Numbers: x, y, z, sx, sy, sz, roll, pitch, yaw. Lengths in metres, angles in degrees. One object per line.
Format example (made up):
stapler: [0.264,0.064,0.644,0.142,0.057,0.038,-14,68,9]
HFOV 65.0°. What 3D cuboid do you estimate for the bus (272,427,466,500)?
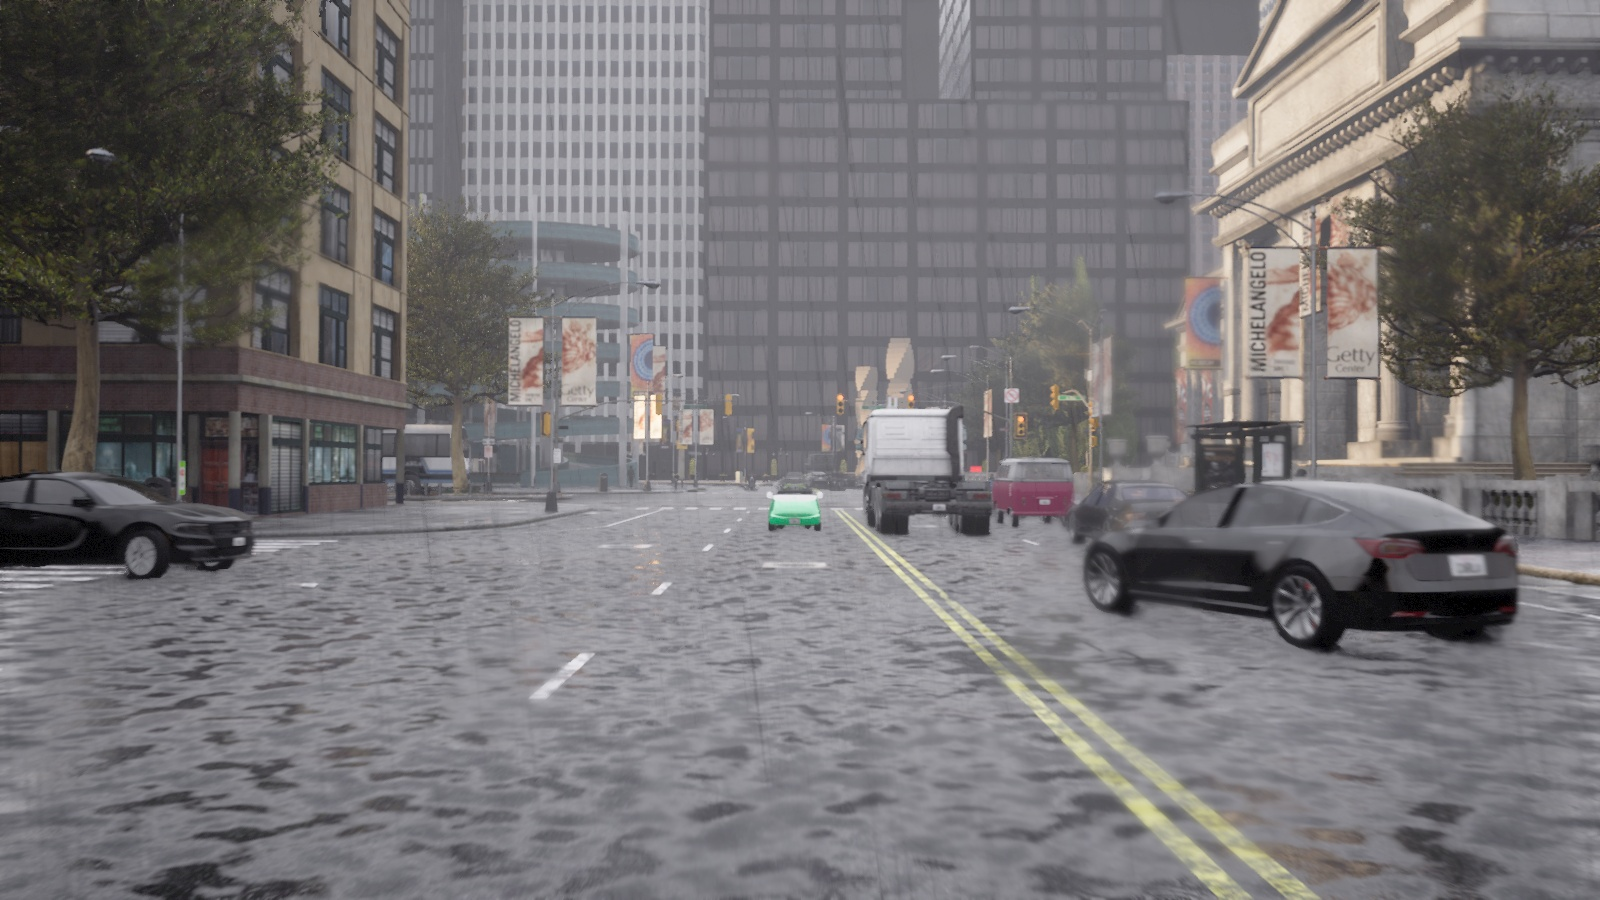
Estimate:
bus: [-25.786,0.806,75.555,10.273,4.253,3.944,0,-1,0]

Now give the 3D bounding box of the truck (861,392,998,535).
truck: [3.346,0.395,34.565,2.891,3.462,7.936,0,-1,0]

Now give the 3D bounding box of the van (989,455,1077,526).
van: [6.839,1.161,37.305,1.775,1.987,4.442,0,-1,0]

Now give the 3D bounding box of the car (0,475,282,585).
car: [-10.610,1.151,18.815,5.008,1.535,1.882,0,-1,8]

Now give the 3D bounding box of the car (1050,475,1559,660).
car: [4.778,1.008,12.846,2.163,1.488,4.792,0,-1,-20]

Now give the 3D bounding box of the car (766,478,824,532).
car: [-0.142,1.425,33.311,1.481,1.376,2.207,0,-1,0]

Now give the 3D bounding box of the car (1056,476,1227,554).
car: [6.893,1.267,26.006,2.033,1.411,5.357,0,-1,-1]
